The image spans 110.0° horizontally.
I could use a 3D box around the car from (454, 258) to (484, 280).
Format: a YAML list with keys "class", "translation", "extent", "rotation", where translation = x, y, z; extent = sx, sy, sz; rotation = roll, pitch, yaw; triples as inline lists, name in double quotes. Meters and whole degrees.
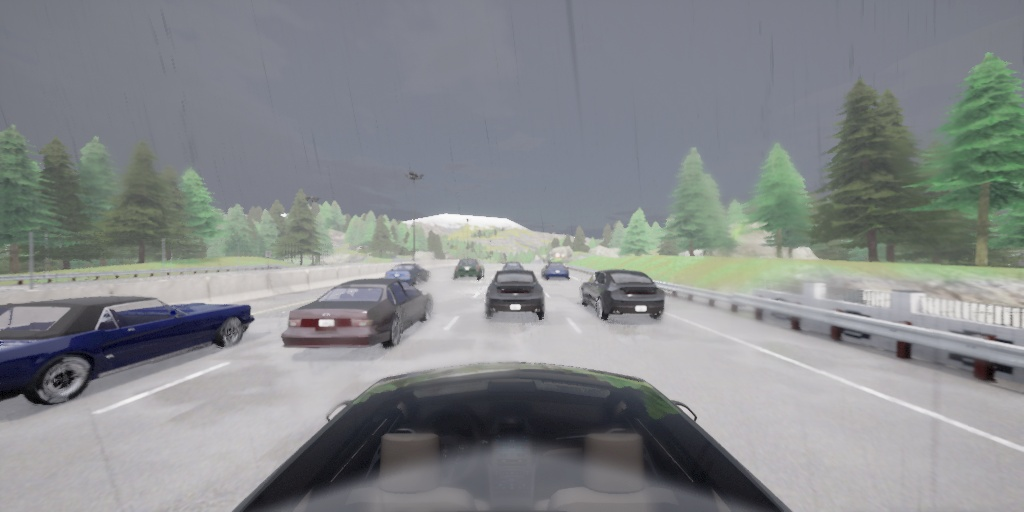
- class: "car"
  translation: [-3.408, 0.978, 29.282]
  extent: [2.097, 1.767, 4.553]
  rotation: [0, 0, 0]

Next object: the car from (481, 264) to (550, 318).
- class: "car"
  translation: [0.097, 1.205, 12.674]
  extent: [1.837, 1.490, 4.892]
  rotation: [0, 0, 0]

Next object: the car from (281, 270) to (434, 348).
- class: "car"
  translation: [-3.401, 1.263, 9.088]
  extent: [2.033, 1.411, 5.357]
  rotation: [0, 0, 0]

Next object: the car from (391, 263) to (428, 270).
- class: "car"
  translation: [-6.906, 1.197, 24.080]
  extent: [2.033, 1.411, 5.357]
  rotation: [0, 0, 0]

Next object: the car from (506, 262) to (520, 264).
- class: "car"
  translation: [0.093, 1.186, 30.305]
  extent: [1.994, 1.385, 4.181]
  rotation: [0, 0, 0]

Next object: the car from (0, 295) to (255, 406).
- class: "car"
  translation: [-6.900, 1.330, 6.172]
  extent: [1.895, 1.301, 4.718]
  rotation: [0, 0, 0]

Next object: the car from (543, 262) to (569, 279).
- class: "car"
  translation: [3.591, 1.184, 30.195]
  extent: [1.994, 1.385, 4.181]
  rotation: [0, 0, 0]

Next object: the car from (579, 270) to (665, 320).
- class: "car"
  translation: [3.598, 1.205, 12.418]
  extent: [1.837, 1.490, 4.892]
  rotation: [0, 0, 0]
